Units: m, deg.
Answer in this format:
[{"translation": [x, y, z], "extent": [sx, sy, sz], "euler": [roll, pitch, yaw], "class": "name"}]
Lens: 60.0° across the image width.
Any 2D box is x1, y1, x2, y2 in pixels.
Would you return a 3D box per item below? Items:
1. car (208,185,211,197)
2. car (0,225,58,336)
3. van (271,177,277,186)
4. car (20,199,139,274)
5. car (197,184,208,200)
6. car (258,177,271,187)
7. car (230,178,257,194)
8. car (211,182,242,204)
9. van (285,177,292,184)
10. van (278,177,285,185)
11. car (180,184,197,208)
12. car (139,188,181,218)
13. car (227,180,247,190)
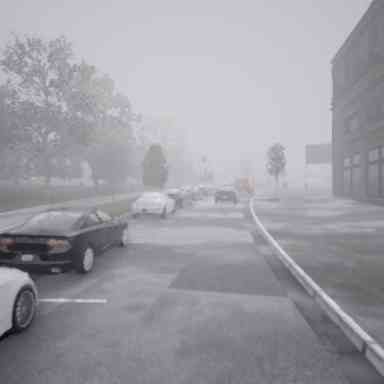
[{"translation": [1.213, -0.207, 38.007], "extent": [2.097, 1.535, 5.008], "euler": [0, 3, 14], "class": "car"}, {"translation": [-3.436, 1.477, 3.491], "extent": [2.002, 1.452, 4.674], "euler": [-2, 2, 0], "class": "car"}, {"translation": [17.949, -2.425, 78.606], "extent": [1.878, 1.987, 4.442], "euler": [-2, 2, 29], "class": "van"}, {"translation": [-3.305, 1.138, 9.625], "extent": [2.097, 1.535, 5.008], "euler": [1, 3, 6], "class": "car"}, {"translation": [-0.228, 0.097, 31.853], "extent": [2.231, 1.521, 4.892], "euler": [0, 3, 13], "class": "car"}, {"translation": [15.231, -1.976, 73.820], "extent": [1.946, 1.575, 5.366], "euler": [-2, 2, 30], "class": "car"}, {"translation": [6.977, -0.832, 44.541], "extent": [2.150, 2.045, 5.566], "euler": [0, 3, 17], "class": "car"}, {"translation": [3.153, 0.168, 29.500], "extent": [1.882, 1.535, 5.008], "euler": [0, 2, 11], "class": "car"}, {"translation": [24.025, -2.860, 87.986], "extent": [1.878, 1.987, 4.442], "euler": [-2, 2, 34], "class": "van"}, {"translation": [20.907, -2.647, 83.349], "extent": [1.878, 1.987, 4.442], "euler": [-2, 2, 34], "class": "van"}, {"translation": [-1.275, 0.384, 26.248], "extent": [2.097, 1.535, 5.008], "euler": [0, 3, 10], "class": "car"}, {"translation": [-2.220, 0.713, 20.095], "extent": [2.002, 1.452, 4.674], "euler": [-1, 2, 8], "class": "car"}, {"translation": [7.935, -1.211, 58.531], "extent": [2.231, 1.521, 4.892], "euler": [-3, 2, 22], "class": "car"}]
